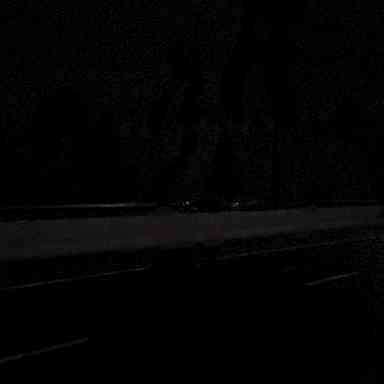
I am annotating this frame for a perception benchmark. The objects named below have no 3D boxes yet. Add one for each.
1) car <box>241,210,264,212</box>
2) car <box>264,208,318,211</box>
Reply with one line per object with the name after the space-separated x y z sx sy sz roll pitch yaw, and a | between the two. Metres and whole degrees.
5.589 1.318 28.165 4.674 1.442 1.812 0 0 -29 | car
8.261 1.334 25.660 4.892 1.490 1.837 0 0 -29 | car
